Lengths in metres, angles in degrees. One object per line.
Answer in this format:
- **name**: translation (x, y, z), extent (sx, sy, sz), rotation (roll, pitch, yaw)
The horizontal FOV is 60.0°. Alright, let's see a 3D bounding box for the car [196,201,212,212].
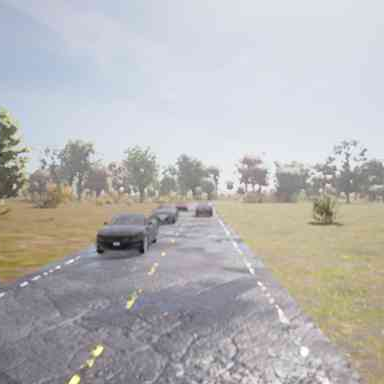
- **car**: translation (1.713, 2.065, 47.294), extent (2.033, 1.411, 5.357), rotation (0, -1, 2)

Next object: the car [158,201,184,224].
- **car**: translation (-2.142, 1.799, 27.959), extent (2.128, 1.511, 4.902), rotation (0, -1, 2)

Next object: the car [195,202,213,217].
- **car**: translation (1.350, 1.900, 36.995), extent (2.128, 1.511, 4.902), rotation (0, -1, 2)

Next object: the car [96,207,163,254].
- **car**: translation (-2.633, 1.637, 14.486), extent (1.882, 1.535, 5.008), rotation (0, -1, 2)

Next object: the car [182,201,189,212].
- **car**: translation (-1.501, 1.989, 46.972), extent (1.882, 1.535, 5.008), rotation (0, -1, 2)
